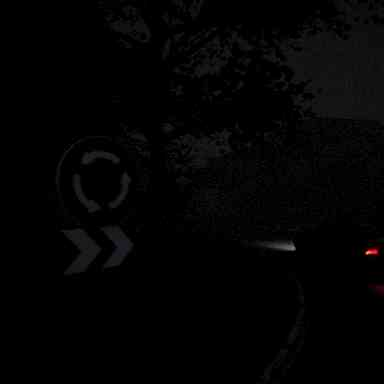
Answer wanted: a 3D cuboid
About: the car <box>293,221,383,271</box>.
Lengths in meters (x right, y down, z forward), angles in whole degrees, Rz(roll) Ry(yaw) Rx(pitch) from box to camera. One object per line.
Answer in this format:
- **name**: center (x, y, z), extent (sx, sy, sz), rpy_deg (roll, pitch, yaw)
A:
- **car**: center (5.284, 1.712, 11.495), extent (2.033, 1.411, 5.357), rpy_deg (0, -1, -4)
